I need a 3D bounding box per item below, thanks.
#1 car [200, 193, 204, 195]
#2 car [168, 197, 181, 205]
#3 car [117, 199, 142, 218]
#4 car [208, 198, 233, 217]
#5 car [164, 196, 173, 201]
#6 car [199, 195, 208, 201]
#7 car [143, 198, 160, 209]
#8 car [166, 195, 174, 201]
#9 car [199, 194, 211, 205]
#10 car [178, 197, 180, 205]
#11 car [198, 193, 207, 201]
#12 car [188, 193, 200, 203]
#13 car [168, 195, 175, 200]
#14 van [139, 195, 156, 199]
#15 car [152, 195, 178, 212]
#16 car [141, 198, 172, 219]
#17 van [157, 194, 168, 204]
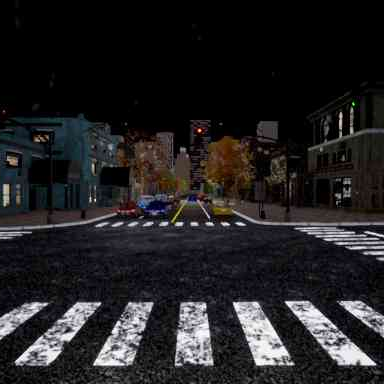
[{"bbox_3d":[2.733,1.551,74.733,1.947,1.339,4.313,-1,0,0],"label":"car"},{"bbox_3d":[-3.028,1.589,58.054,1.895,1.301,4.718,0,0,0],"label":"car"},{"bbox_3d":[-5.674,1.577,30.367,1.802,1.307,4.206,0,0,0],"label":"car"},{"bbox_3d":[2.706,1.520,30.533,1.752,1.417,4.829,-1,0,0],"label":"car"},{"bbox_3d":[-5.645,1.549,80.284,1.947,1.339,4.313,0,0,0],"label":"car"},{"bbox_3d":[2.737,1.528,80.279,1.887,1.381,4.507,-1,0,0],"label":"car"},{"bbox_3d":[-5.665,1.536,47.007,1.887,1.381,4.507,0,0,0],"label":"car"},{"bbox_3d":[-5.641,1.526,85.831,1.887,1.381,4.507,0,0,0],"label":"car"},{"bbox_3d":[2.723,1.539,58.094,2.008,1.369,4.403,-1,0,0],"label":"car"},{"bbox_3d":[-3.063,1.555,47.944,1.994,1.385,4.181,0,0,0],"label":"car"},{"bbox_3d":[2.737,1.297,85.826,2.192,1.841,5.009,-1,0,0],"label":"car"},{"bbox_3d":[0.110,1.463,70.795,1.882,1.535,5.008,0,0,0],"label":"car"},{"bbox_3d":[-5.638,1.562,91.377,1.802,1.307,4.206,0,0,0],"label":"car"},{"bbox_3d":[-5.669,1.333,41.460,1.690,1.788,3.998,0,0,0],"label":"van"},{"bbox_3d":[-3.075,1.484,38.820,2.128,1.511,4.902,0,0,0],"label":"car"},{"bbox_3d":[-3.099,1.521,29.621,1.812,1.442,4.674,0,0,0],"label":"car"},{"bbox_3d":[-5.656,1.328,63.645,1.690,1.788,3.998,0,0,0],"label":"van"}]
